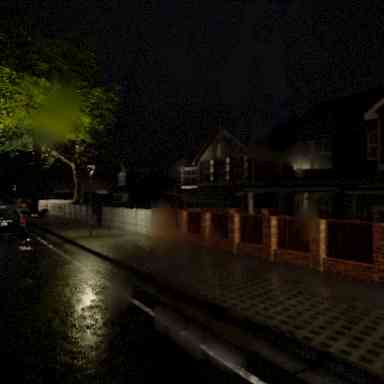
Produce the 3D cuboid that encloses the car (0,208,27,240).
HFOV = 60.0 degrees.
[{"bbox_3d":[-10.479,1.639,18.342,2.097,1.767,4.553,0,-1,-33],"label":"car"}]

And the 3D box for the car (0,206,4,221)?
[{"bbox_3d":[-19.711,2.116,32.570,1.895,1.301,4.718,0,-1,-33],"label":"car"}]
